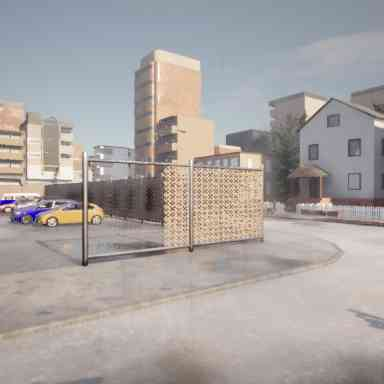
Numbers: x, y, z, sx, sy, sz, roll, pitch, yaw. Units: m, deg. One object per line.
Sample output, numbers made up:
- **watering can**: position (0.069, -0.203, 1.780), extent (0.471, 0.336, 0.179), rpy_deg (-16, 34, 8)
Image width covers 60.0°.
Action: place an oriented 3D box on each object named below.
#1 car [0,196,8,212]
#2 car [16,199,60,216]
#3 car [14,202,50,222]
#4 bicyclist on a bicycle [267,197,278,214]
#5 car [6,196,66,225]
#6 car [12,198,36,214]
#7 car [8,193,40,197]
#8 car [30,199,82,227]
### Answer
- **car**: position (-17.873, 1.474, 35.595), extent (5.357, 1.415, 2.033), rpy_deg (0, 0, -36)
- **car**: position (-14.816, 1.413, 32.028), extent (3.633, 1.501, 1.845), rpy_deg (0, 0, -36)
- **car**: position (-12.041, 1.451, 25.065), extent (2.207, 1.379, 1.481), rpy_deg (0, 0, -36)
- **bicyclist on a bicycle**: position (7.743, 1.349, 31.975), extent (1.656, 1.620, 0.582), rpy_deg (0, 0, -36)
- **car**: position (-10.305, 1.348, 23.688), extent (4.611, 1.667, 2.242), rpy_deg (0, 0, -36)
- **car**: position (-17.871, 1.402, 35.318), extent (1.789, 1.547, 3.705), rpy_deg (0, 0, -36)
- **car**: position (-12.595, 1.242, 27.326), extent (3.866, 1.878, 1.905), rpy_deg (0, 0, -36)
- **car**: position (-7.861, 1.416, 21.537), extent (4.193, 1.474, 1.816), rpy_deg (0, 0, -36)
